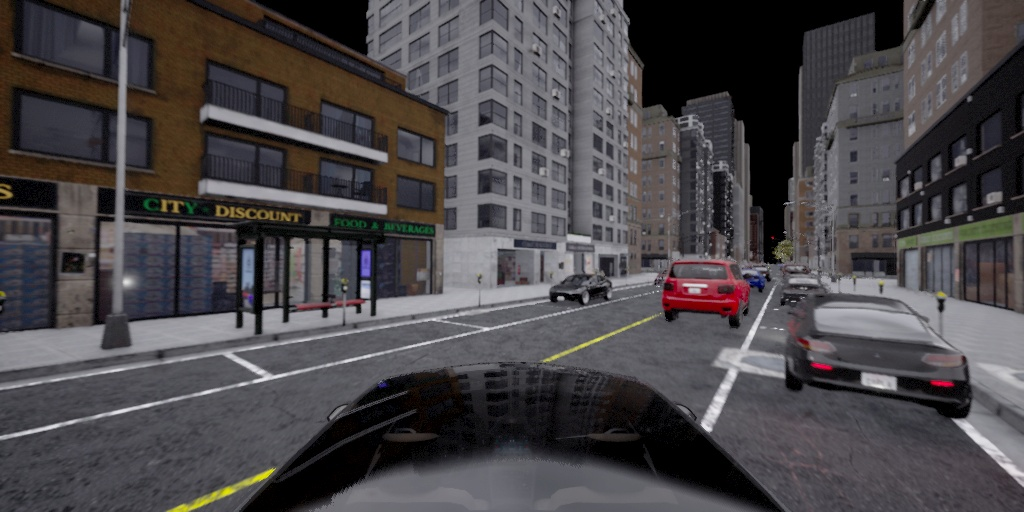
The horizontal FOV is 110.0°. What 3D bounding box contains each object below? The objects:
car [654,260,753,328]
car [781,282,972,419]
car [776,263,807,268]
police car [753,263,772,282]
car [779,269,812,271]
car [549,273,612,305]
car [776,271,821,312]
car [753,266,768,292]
[{"bbox_3d":[6.998,1.161,12.723,2.150,2.045,5.566,0,-1,37],"label":"car"},{"bbox_3d":[5.819,1.378,6.159,1.812,1.442,4.674,0,-1,37],"label":"car"},{"bbox_3d":[23.683,1.604,30.007,2.192,1.841,5.009,0,0,37],"label":"car"},{"bbox_3d":[26.554,1.840,38.470,1.930,1.638,5.238,0,-1,38],"label":"police car"},{"bbox_3d":[16.974,1.678,21.231,2.007,1.370,4.403,0,0,37],"label":"car"},{"bbox_3d":[3.485,1.536,17.623,1.948,1.339,4.313,0,0,37],"label":"car"},{"bbox_3d":[13.621,1.597,16.843,2.007,1.370,4.403,0,0,37],"label":"car"},{"bbox_3d":[16.821,1.656,25.573,1.882,1.535,5.008,0,-1,37],"label":"car"}]
